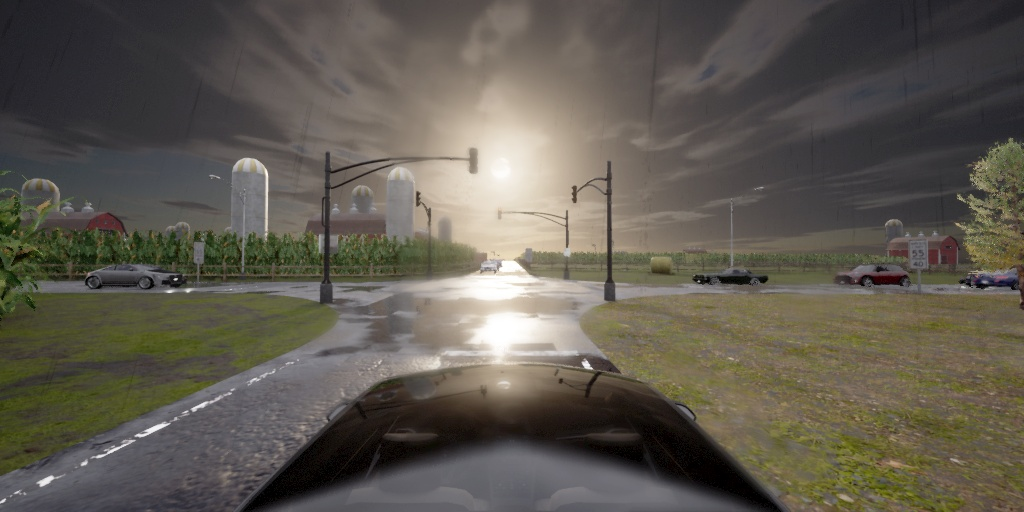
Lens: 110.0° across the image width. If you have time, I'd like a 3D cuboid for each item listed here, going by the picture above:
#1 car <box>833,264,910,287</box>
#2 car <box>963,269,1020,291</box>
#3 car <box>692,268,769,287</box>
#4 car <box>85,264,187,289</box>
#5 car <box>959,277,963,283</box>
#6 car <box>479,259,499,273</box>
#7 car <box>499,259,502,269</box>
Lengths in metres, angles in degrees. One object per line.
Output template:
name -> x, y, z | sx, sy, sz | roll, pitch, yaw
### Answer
car -> 26.941, 1.406, 26.978 | 4.553, 1.767, 2.097 | 0, -1, -4
car -> 33.372, 1.562, 23.745 | 4.674, 1.442, 1.812 | 1, -1, -4
car -> 15.858, 1.555, 26.261 | 4.718, 1.301, 1.895 | 0, -1, -2
car -> -20.968, 1.118, 20.125 | 4.181, 1.385, 1.994 | 0, -1, -3
car -> 38.128, 1.709, 27.812 | 5.357, 1.411, 2.033 | 1, -1, -4
car -> -2.807, 1.314, 43.480 | 1.812, 1.442, 4.674 | 0, 0, -1
car -> -2.861, 1.329, 53.510 | 1.812, 1.442, 4.674 | 0, 0, 0
